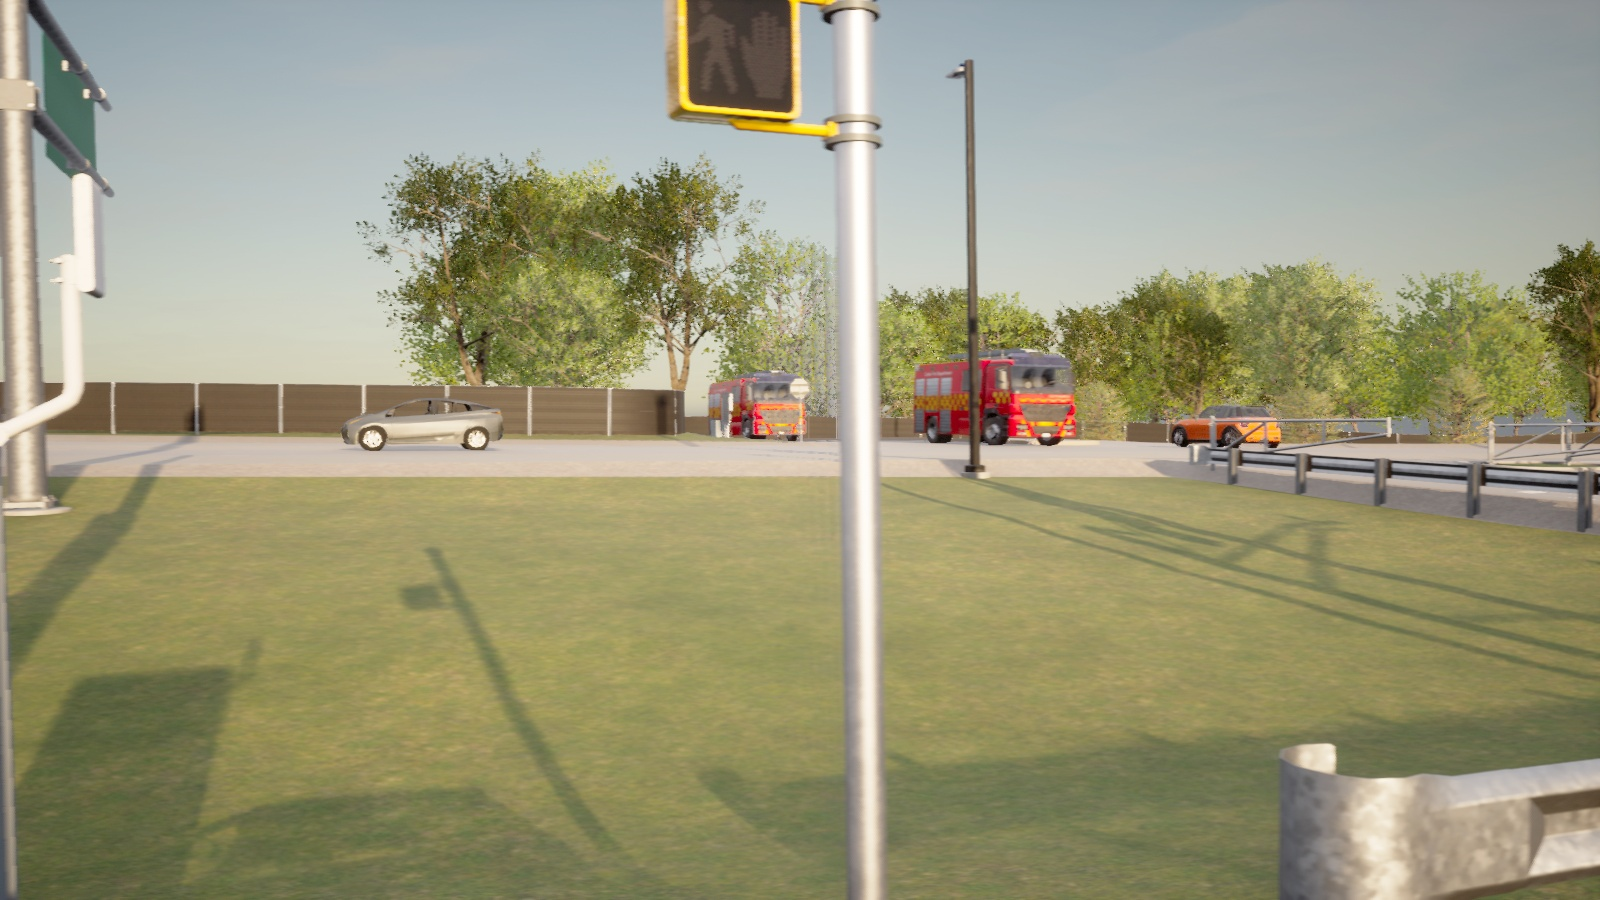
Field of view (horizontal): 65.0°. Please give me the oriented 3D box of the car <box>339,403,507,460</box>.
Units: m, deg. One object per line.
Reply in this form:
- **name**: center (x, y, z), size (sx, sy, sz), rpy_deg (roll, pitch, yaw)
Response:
- **car**: center (-10.890, -0.541, 36.244), size (4.514, 1.525, 2.007), rpy_deg (-1, 1, -20)

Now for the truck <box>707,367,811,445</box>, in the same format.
- **truck**: center (-2.379, -2.274, 68.045), size (2.891, 3.827, 8.468), rpy_deg (-2, 0, -21)

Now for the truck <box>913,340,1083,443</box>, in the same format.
- **truck**: center (7.805, -2.289, 50.978), size (2.891, 3.827, 8.468), rpy_deg (-1, 2, -21)

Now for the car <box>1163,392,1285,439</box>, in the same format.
- **car**: center (16.582, -1.318, 49.334), size (2.097, 1.767, 4.553), rpy_deg (-1, 1, -21)
